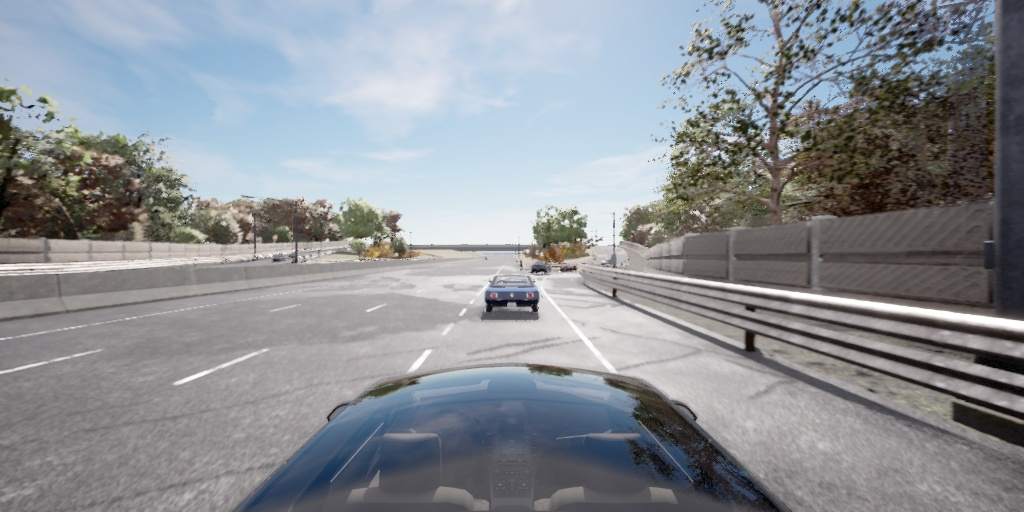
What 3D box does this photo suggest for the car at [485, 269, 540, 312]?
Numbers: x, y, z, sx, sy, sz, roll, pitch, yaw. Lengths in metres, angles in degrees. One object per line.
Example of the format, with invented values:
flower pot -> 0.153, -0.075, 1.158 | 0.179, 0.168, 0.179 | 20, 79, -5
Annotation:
car -> 0.012, 1.356, 14.326 | 1.895, 1.301, 4.718 | 0, 0, 0

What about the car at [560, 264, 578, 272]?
car -> 9.286, 1.928, 57.562 | 1.895, 1.301, 4.718 | 0, -1, 26

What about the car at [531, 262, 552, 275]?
car -> 3.578, 1.446, 42.623 | 1.837, 1.490, 4.892 | 0, -3, 16
